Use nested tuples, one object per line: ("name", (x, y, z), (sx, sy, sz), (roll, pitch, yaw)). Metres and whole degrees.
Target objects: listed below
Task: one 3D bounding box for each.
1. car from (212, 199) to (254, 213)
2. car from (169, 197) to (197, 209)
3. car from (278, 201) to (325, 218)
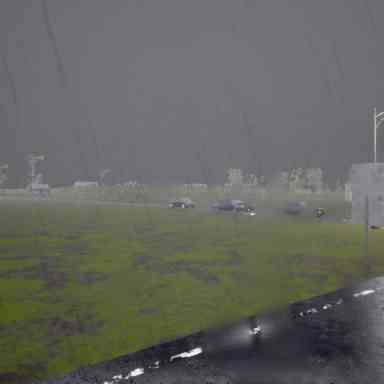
("car", (4.545, 1.531, 37.727), (2.033, 1.411, 5.357), (0, 0, -35))
("car", (-1.336, 1.485, 45.842), (1.837, 1.490, 4.892), (0, 0, -37))
("car", (9.757, 1.551, 29.895), (1.994, 1.385, 4.181), (0, 0, -33))
